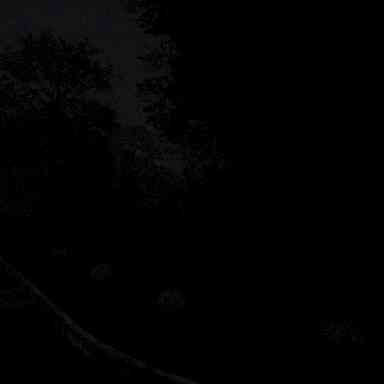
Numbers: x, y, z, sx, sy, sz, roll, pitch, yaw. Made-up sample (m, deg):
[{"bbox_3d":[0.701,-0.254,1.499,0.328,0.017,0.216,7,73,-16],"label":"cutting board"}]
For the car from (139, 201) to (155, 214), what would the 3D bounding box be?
[{"bbox_3d":[-7.392,2.333,47.053,5.566,2.045,2.150,2,-2,-38],"label":"car"}]
